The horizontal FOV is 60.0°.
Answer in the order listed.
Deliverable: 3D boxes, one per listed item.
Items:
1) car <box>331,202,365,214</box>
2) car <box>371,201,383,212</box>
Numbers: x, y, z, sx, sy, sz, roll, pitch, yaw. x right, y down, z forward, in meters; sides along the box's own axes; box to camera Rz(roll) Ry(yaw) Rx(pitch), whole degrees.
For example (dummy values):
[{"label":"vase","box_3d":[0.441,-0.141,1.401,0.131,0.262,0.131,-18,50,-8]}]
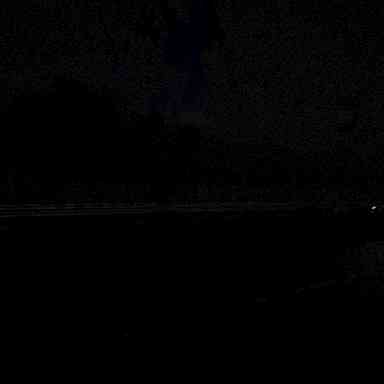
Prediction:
[{"label":"car","box_3d":[17.970,1.884,38.306,4.902,1.511,2.128,1,0,-35]},{"label":"car","box_3d":[21.796,1.772,36.734,4.553,1.767,2.097,1,0,-35]}]
